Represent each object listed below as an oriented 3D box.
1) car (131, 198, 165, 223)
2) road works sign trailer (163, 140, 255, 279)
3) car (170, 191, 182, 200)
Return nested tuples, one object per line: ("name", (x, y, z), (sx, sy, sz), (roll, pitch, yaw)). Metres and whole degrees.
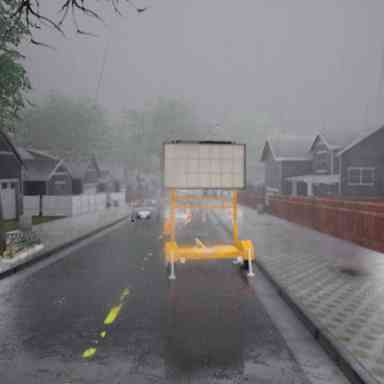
("car", (-2.913, 1.167, 22.546), (2.128, 1.511, 4.902), (0, 1, 0))
("road works sign trailer", (0.333, 0.320, 9.690), (2.380, 3.560, 2.880), (0, 1, -8))
("car", (-2.976, 0.531, 62.947), (2.097, 1.767, 4.553), (0, 1, 0))
